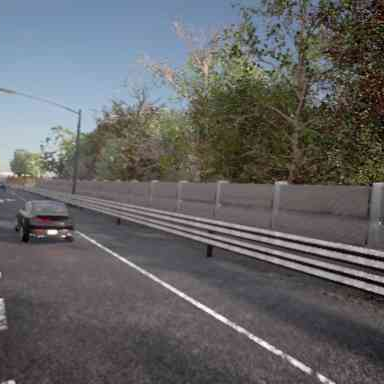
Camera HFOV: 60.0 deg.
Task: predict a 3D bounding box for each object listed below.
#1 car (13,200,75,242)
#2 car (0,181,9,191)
[{"bbox_3d":[-6.261,1.121,14.046,1.837,1.490,4.892,5,-1,-31],"label":"car"},{"bbox_3d":[-39.956,-1.294,69.222,2.150,2.045,5.566,5,-1,-31],"label":"car"}]
